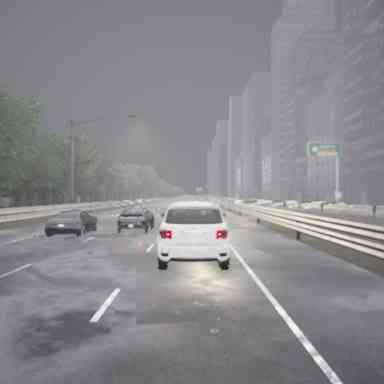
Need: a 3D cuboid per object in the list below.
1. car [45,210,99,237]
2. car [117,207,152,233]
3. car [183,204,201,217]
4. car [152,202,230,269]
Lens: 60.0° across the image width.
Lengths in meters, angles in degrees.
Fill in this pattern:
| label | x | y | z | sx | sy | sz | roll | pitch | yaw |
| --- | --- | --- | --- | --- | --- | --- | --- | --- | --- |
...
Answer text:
| label | x | y | z | sx | sy | sz | roll | pitch | yaw |
| --- | --- | --- | --- | --- | --- | --- | --- | --- | --- |
| car | -6.959 | 1.774 | 19.671 | 1.994 | 1.385 | 4.181 | 0 | -1 | 0 |
| car | -3.459 | 1.715 | 21.164 | 2.128 | 1.511 | 4.902 | 0 | -1 | 0 |
| car | -0.005 | 1.997 | 36.647 | 1.895 | 1.301 | 4.718 | 0 | -1 | 0 |
| car | 0.052 | 1.346 | 11.736 | 2.150 | 2.045 | 5.566 | 0 | 0 | 0 |
